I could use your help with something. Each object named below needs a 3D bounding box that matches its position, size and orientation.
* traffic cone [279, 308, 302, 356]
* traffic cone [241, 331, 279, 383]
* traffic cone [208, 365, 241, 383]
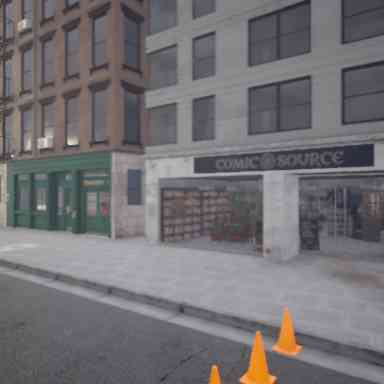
[{"bbox_3d":[1.370,1.975,4.819,0.340,0.580,0.340,0,0,35],"label":"traffic cone"},{"bbox_3d":[0.792,1.972,4.005,0.340,0.580,0.340,0,0,35],"label":"traffic cone"},{"bbox_3d":[0.213,1.967,3.190,0.340,0.580,0.340,0,0,35],"label":"traffic cone"}]
